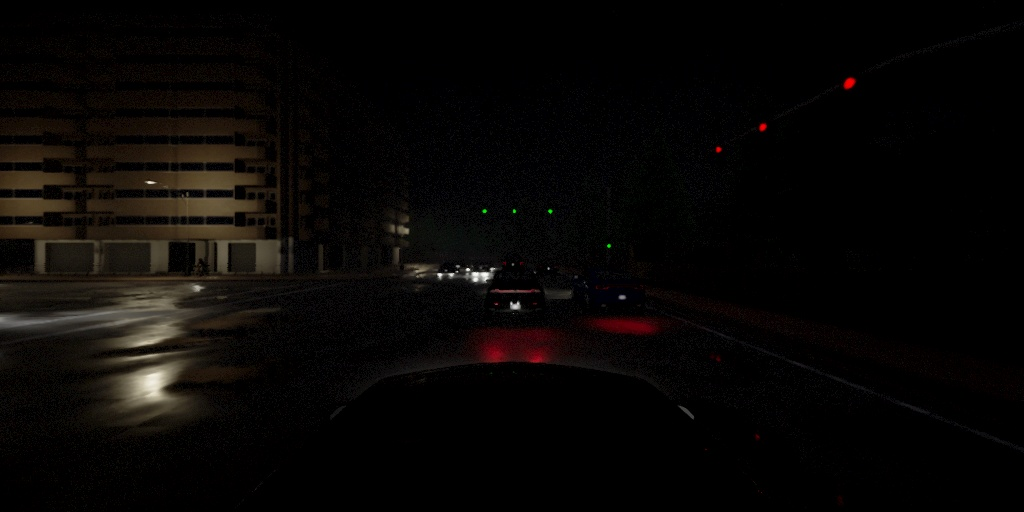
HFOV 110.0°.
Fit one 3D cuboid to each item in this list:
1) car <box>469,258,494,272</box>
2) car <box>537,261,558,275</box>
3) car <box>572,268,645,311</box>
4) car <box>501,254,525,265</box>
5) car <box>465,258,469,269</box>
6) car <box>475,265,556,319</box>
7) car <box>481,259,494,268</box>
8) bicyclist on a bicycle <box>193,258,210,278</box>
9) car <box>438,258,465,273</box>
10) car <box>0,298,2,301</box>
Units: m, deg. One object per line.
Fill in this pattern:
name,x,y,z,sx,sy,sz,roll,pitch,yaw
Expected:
car,-3.595,1.114,43.836,2.128,1.511,4.902,0,0,0
car,3.594,1.207,37.181,1.994,1.385,4.181,0,0,0
car,3.596,1.193,14.168,1.882,1.535,5.008,0,0,0
car,0.094,0.869,35.737,2.150,2.045,5.566,0,0,0
car,-7.235,1.098,53.828,1.837,1.490,4.892,0,0,-2
car,0.095,1.218,12.514,2.128,1.511,4.902,0,0,0
car,-3.794,1.150,55.833,1.994,1.385,4.181,0,0,-2
bicyclist on a bicycle,-25.675,1.024,29.698,0.582,1.620,1.656,0,0,-1
car,-7.094,1.178,41.316,2.033,1.411,5.357,0,0,0
car,-20.285,1.377,11.790,4.718,1.301,1.895,0,0,-1
